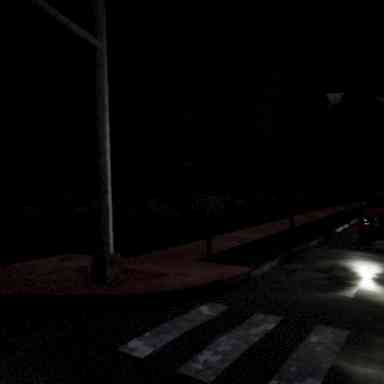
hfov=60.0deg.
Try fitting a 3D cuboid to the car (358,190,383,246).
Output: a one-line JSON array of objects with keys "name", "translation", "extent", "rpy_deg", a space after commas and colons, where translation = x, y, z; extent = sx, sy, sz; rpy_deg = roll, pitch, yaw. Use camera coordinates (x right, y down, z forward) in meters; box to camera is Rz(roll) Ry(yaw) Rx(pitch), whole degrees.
[{"name": "car", "translation": [8.280, 0.941, 13.443], "extent": [2.150, 2.045, 5.566], "rpy_deg": [-1, 1, 36]}]
